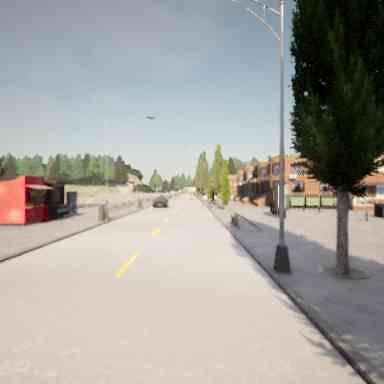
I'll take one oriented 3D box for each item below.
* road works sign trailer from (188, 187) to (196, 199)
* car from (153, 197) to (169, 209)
[{"bbox_3d":[-0.019,0.294,93.894,2.380,3.560,2.880,0,0,0],"label":"road works sign trailer"},{"bbox_3d":[-4.089,1.397,44.252,1.882,1.535,5.008,0,0,0],"label":"car"}]
